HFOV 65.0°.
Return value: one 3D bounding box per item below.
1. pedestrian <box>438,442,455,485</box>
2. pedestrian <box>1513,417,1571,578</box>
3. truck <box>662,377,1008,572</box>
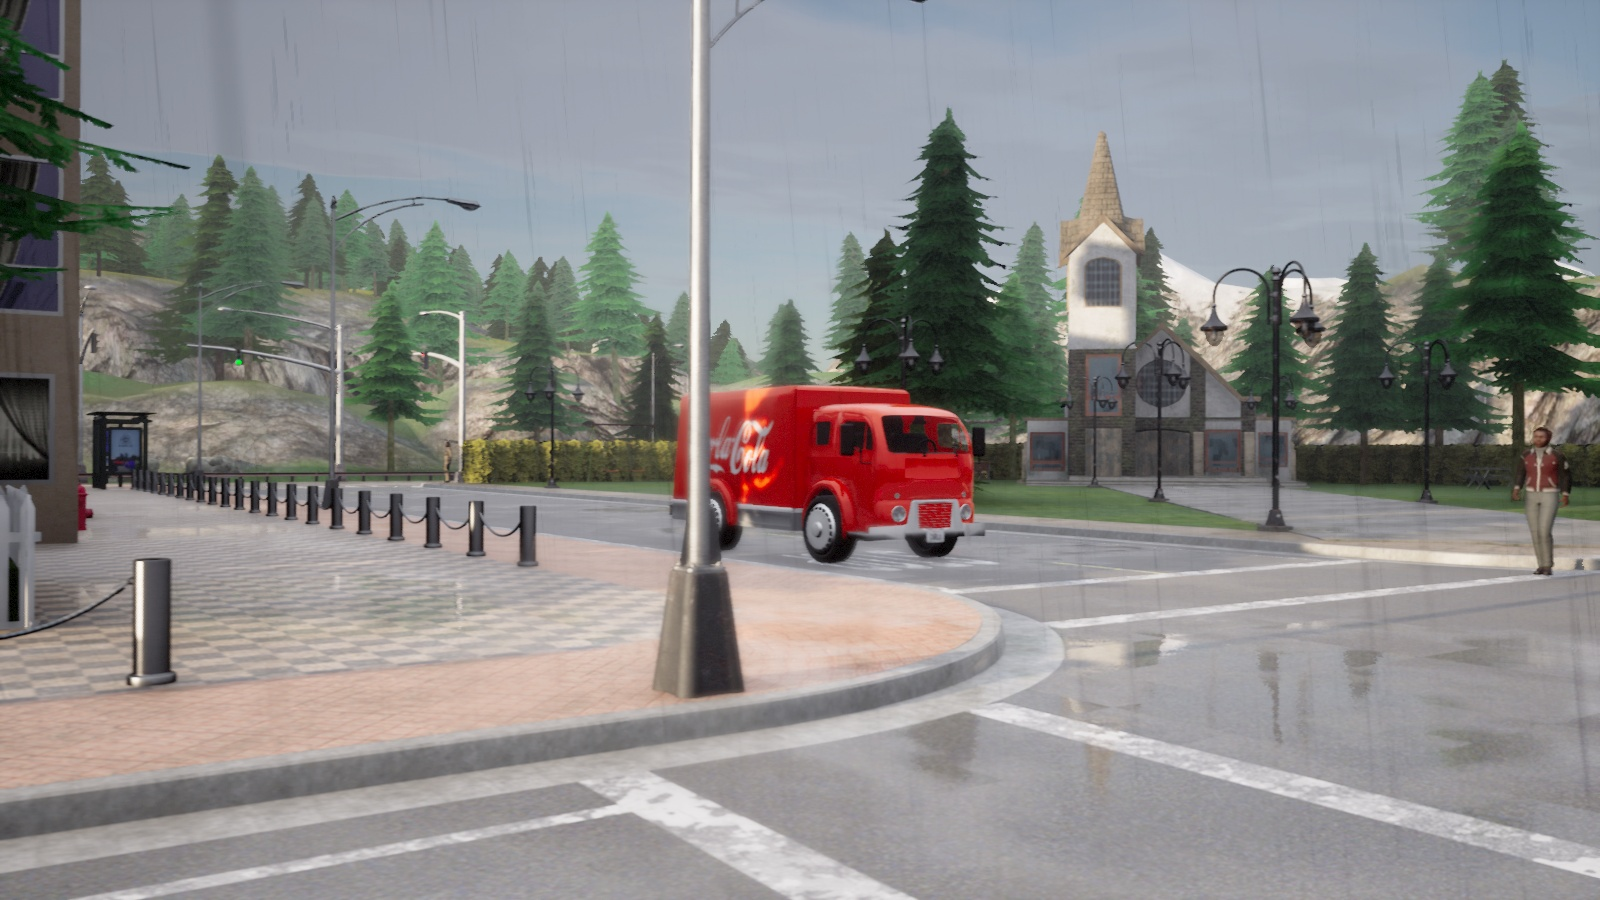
[{"bbox_3d":[-15.727,0.598,55.886,0.692,1.930,0.396,0,0,-22],"label":"pedestrian"},{"bbox_3d":[9.107,0.574,15.412,0.666,1.930,0.402,0,0,-40],"label":"pedestrian"},{"bbox_3d":[0.324,0.308,18.782,2.627,2.467,5.204,0,0,-34],"label":"truck"}]
